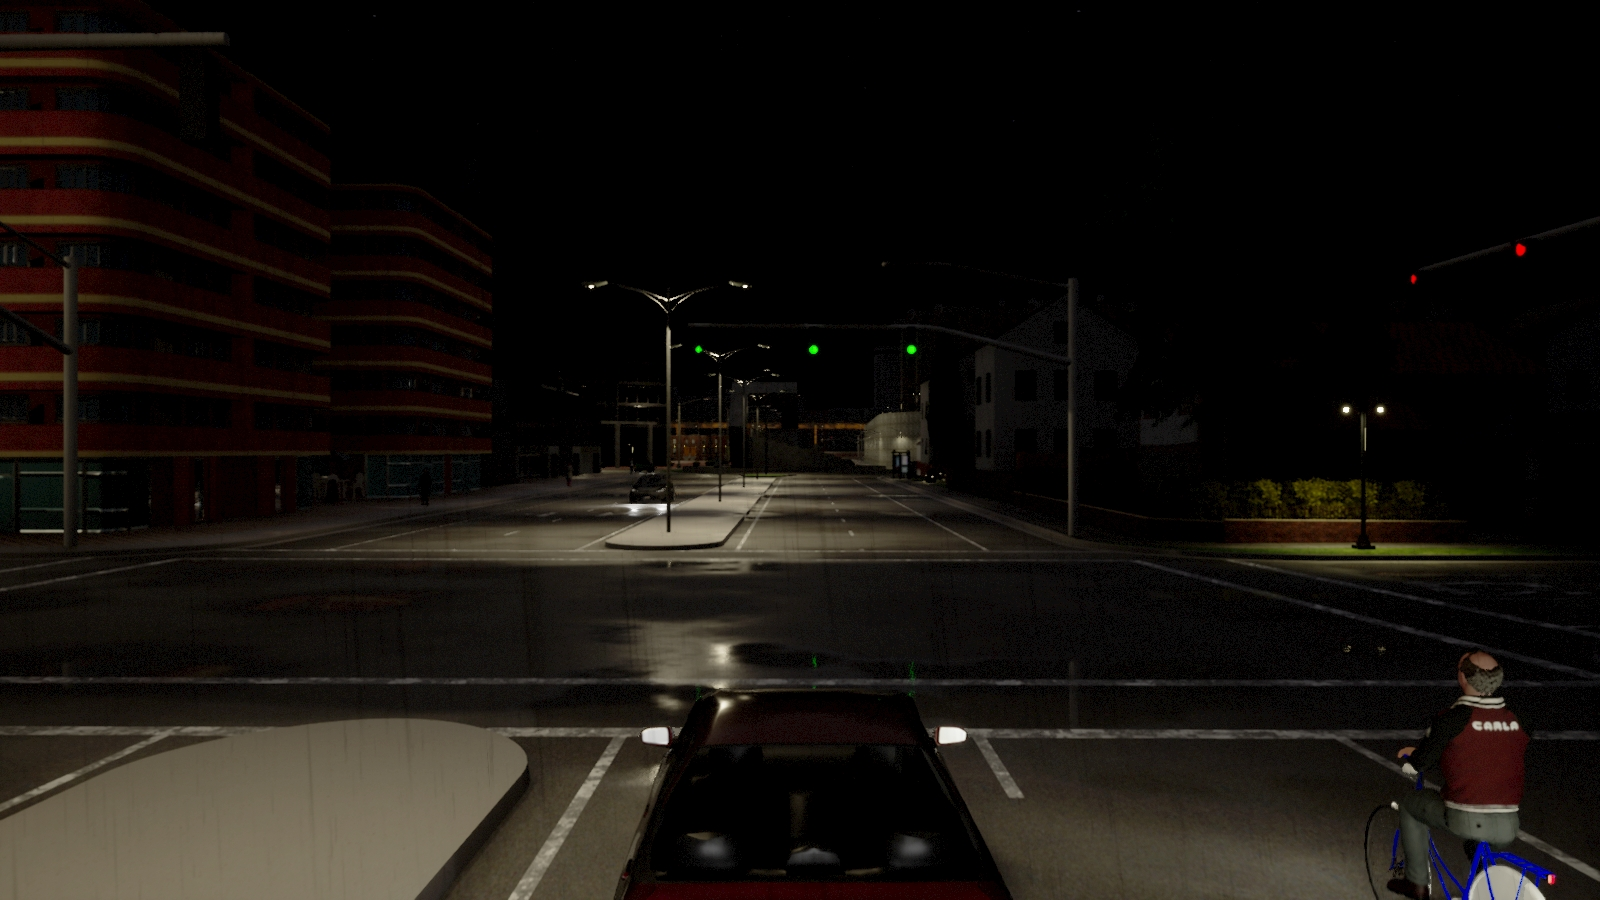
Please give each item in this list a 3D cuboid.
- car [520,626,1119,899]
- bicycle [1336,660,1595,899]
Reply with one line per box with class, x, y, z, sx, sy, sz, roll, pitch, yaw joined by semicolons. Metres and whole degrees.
car;0.039;2.045;6.087;2.007;1.525;4.514;0;0;-1
bicycle;3.489;2.053;6.168;0.329;1.496;1.835;0;0;0
